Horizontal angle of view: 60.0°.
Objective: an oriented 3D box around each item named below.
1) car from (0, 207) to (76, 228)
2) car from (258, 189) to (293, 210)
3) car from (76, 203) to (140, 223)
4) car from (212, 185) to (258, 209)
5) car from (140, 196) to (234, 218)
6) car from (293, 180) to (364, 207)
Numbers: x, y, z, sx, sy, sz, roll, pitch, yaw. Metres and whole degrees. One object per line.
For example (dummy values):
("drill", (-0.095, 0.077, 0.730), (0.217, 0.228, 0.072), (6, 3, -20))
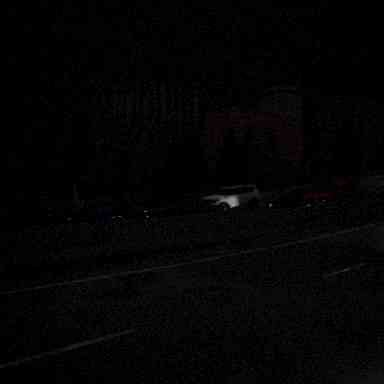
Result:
("car", (-8.230, 1.483, 15.289), (4.892, 1.490, 1.837), (-1, 0, -35))
("car", (7.936, 0.541, 26.747), (4.892, 1.490, 1.837), (-6, 4, -35))
("car", (-5.502, 1.419, 21.542), (5.357, 1.411, 2.033), (-2, 1, -36))
("car", (3.298, 0.520, 27.768), (5.566, 2.045, 2.150), (-5, 3, -35))
("car", (-0.226, 1.266, 20.973), (5.357, 1.411, 2.033), (-3, 2, -35))
("car", (10.165, 0.324, 23.965), (5.566, 2.045, 2.150), (-6, 4, -35))
